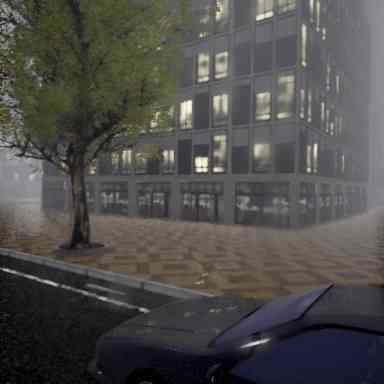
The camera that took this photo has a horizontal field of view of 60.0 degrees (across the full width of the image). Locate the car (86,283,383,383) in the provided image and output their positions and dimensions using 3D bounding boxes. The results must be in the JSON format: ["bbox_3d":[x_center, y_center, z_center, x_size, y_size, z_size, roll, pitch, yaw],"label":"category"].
[{"bbox_3d":[1.529,1.546,2.591,5.357,1.411,2.033,1,0,35],"label":"car"}]
